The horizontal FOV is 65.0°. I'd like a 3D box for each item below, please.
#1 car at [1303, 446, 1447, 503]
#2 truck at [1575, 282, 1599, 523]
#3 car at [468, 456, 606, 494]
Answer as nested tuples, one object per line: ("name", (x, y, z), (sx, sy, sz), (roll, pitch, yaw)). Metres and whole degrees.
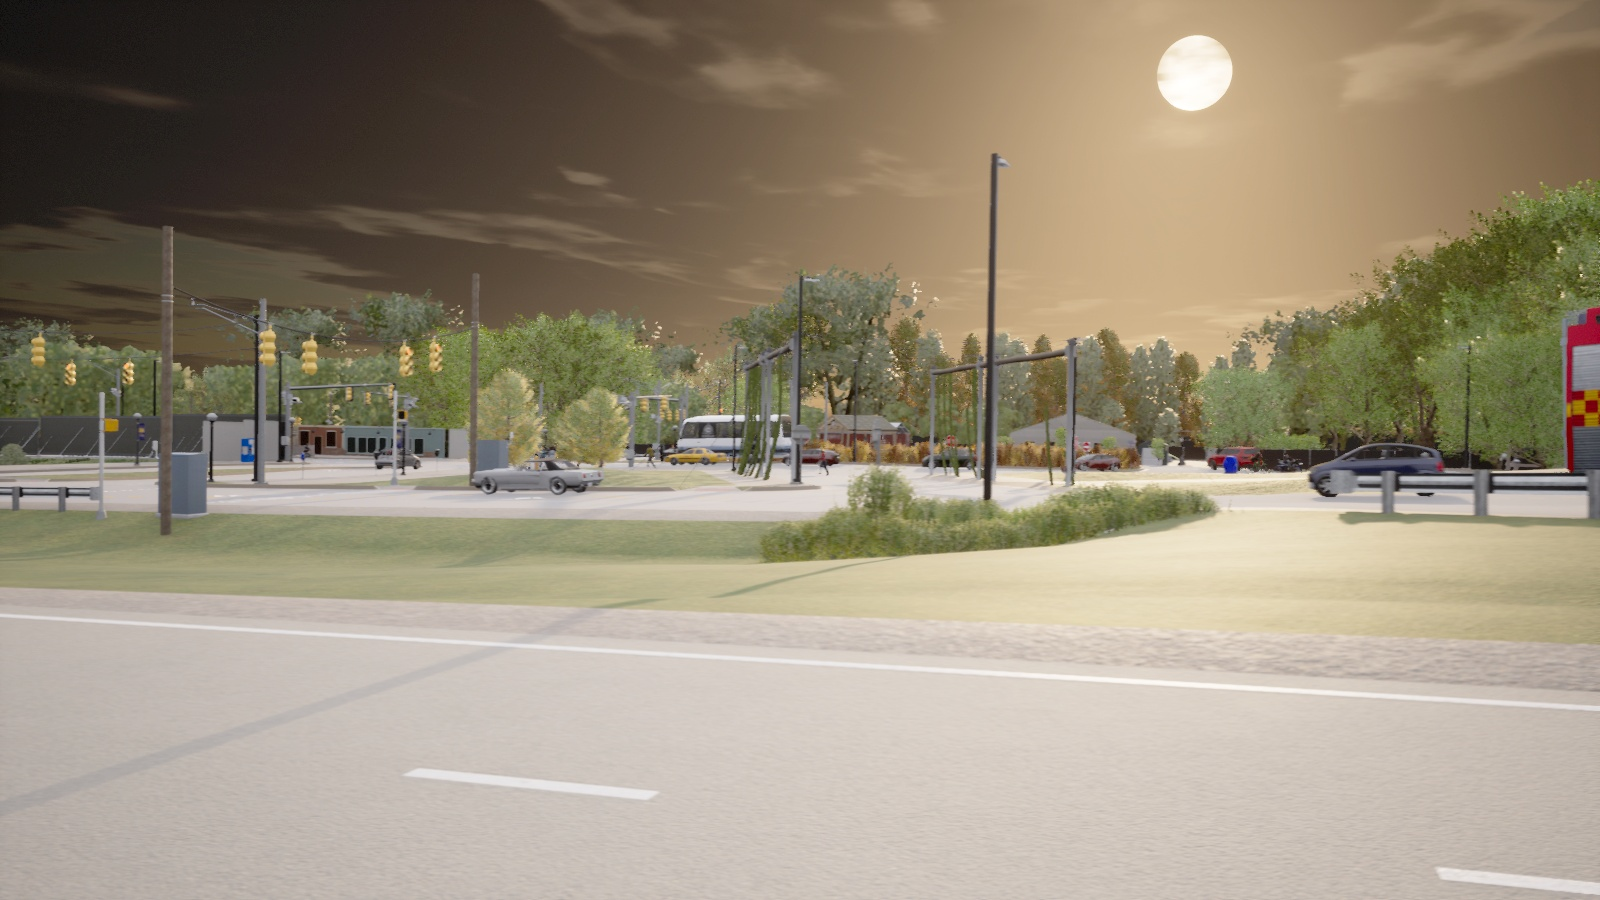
("car", (16.785, 0.715, 36.721), (3.705, 1.549, 1.789), (-1, 1, 25))
("truck", (15.436, -0.801, 16.874), (2.891, 3.827, 8.468), (1, -1, -22))
("car", (-9.843, 0.916, 46.984), (4.718, 1.301, 1.895), (0, 1, 18))
